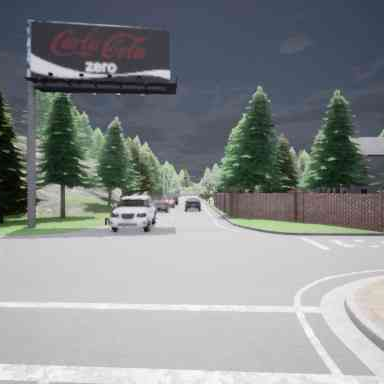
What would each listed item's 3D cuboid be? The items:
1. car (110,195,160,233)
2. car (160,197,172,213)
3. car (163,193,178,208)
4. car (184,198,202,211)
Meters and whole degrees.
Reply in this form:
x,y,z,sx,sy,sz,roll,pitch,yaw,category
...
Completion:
x,y,z,sx,sy,sz,roll,pitch,yaw,category
-3.589,1.263,21.218,2.150,2.045,5.566,0,1,0,car
-3.576,1.564,36.147,1.994,1.385,4.181,0,0,0,car
-3.559,1.351,47.203,2.097,1.767,4.553,0,0,0,car
0.117,1.505,41.193,1.837,1.490,4.892,0,0,0,car
